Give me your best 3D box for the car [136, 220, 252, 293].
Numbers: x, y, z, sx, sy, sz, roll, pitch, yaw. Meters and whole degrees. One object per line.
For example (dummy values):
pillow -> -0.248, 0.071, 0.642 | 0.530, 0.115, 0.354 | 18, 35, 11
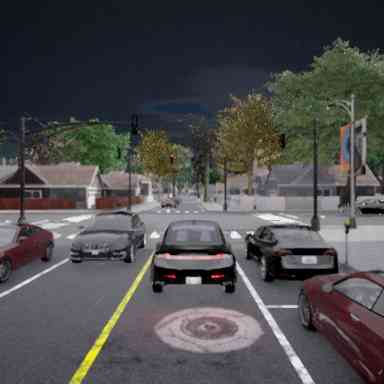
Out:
car -> 0.052, 1.484, 8.821 | 2.128, 1.511, 4.902 | 0, 0, 1

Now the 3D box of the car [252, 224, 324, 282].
car -> 2.637, 1.558, 9.547 | 1.947, 1.339, 4.313 | 0, 0, 0

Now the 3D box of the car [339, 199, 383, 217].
car -> 15.570, 1.366, 29.265 | 4.902, 1.511, 2.128 | 0, 0, 0

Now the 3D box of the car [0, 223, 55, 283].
car -> -5.388, 1.574, 9.546 | 1.802, 1.307, 4.206 | 0, 0, 0

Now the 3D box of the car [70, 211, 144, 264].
car -> -2.751, 1.497, 11.870 | 1.837, 1.490, 4.892 | 0, 0, 0

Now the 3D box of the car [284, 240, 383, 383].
car -> 2.637, 1.578, 4.029 | 1.802, 1.307, 4.206 | 0, 0, 0

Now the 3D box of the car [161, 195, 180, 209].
car -> -3.105, 1.546, 45.906 | 1.994, 1.385, 4.181 | 0, 0, 0

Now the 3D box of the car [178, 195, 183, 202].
car -> -3.118, 1.588, 59.932 | 1.895, 1.301, 4.718 | 0, 0, 0
